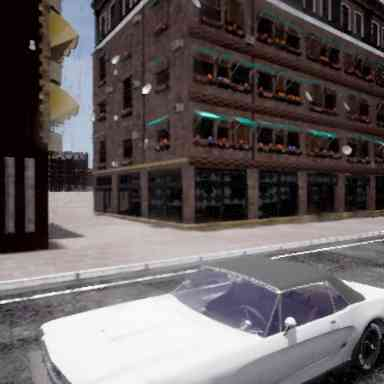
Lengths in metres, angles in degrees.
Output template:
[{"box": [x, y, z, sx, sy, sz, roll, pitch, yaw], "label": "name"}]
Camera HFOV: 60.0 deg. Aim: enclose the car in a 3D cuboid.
[{"box": [0.628, 1.613, 4.132, 4.718, 1.301, 1.895, 0, 0, -35], "label": "car"}]
